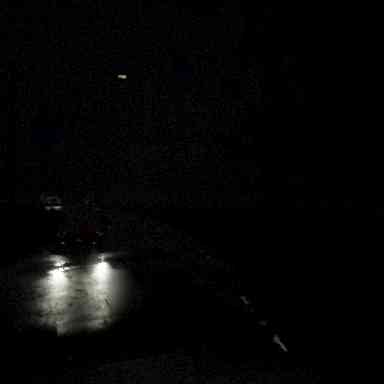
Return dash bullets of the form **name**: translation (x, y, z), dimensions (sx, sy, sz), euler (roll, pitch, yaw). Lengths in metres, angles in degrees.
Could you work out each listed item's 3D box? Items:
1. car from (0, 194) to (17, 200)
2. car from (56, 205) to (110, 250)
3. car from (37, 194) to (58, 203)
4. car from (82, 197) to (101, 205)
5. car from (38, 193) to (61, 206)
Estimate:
- **car**: translation (-41.918, 1.065, 75.575), dimensions (5.357, 1.411, 2.033), euler (1, -1, 30)
- **car**: translation (-4.810, 1.598, 15.198), dimensions (1.882, 1.535, 5.008), euler (0, 0, -11)
- **car**: translation (-28.213, 1.253, 64.960), dimensions (5.008, 1.535, 1.882), euler (1, 0, 43)
- **car**: translation (-15.624, 1.617, 51.534), dimensions (1.837, 1.490, 4.892), euler (1, 0, -35)
- **car**: translation (-23.407, 1.206, 54.749), dimensions (2.150, 2.045, 5.566), euler (1, 0, -39)
